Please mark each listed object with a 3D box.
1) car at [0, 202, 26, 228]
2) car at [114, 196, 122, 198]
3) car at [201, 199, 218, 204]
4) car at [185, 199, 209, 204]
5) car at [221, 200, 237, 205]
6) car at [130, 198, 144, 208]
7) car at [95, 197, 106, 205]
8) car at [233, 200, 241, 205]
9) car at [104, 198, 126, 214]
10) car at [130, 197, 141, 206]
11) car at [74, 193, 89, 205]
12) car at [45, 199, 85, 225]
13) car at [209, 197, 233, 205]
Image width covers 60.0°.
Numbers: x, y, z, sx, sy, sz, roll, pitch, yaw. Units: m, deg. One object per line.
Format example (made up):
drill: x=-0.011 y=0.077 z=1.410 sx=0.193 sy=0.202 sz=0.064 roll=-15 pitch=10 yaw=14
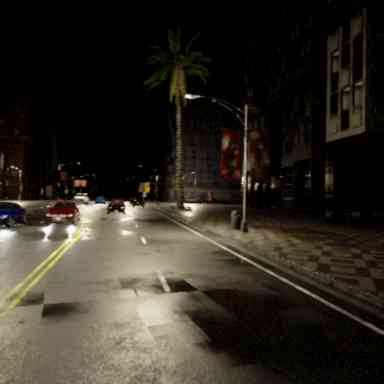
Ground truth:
car: x=-11.726 y=1.360 z=20.718 sx=1.812 sy=1.442 sz=4.674 roll=2 pitch=0 yaw=-12
car: x=-12.419 y=1.538 z=56.000 sx=2.097 sy=1.767 sz=4.553 roll=2 pitch=-1 yaw=-12
car: x=4.713 y=2.664 z=90.451 sx=4.313 sy=1.339 sz=1.947 roll=1 pitch=-1 yaw=-13
car: x=1.130 y=2.394 z=80.880 sx=4.206 sy=1.307 sz=1.802 roll=1 pitch=-1 yaw=-13
car: x=10.206 y=2.821 z=91.714 sx=4.206 sy=1.307 sz=1.802 roll=1 pitch=-1 yaw=-13
car: x=-8.877 y=1.764 z=54.945 sx=1.837 sy=1.490 sz=4.892 roll=2 pitch=-2 yaw=-12
car: x=-17.428 y=1.639 z=63.369 sx=1.882 sy=1.535 sz=5.008 roll=2 pitch=-1 yaw=-12
car: x=12.117 y=2.656 z=83.407 sx=4.313 sy=1.339 sz=1.947 roll=1 pitch=-1 yaw=-13
car: x=-8.237 y=1.668 z=36.411 sx=1.895 sy=1.301 sz=4.718 roll=2 pitch=-1 yaw=-12
car: x=-11.037 y=1.822 z=64.572 sx=1.882 sy=1.535 sz=5.008 roll=2 pitch=-1 yaw=-12
car: x=-20.212 y=1.279 z=60.845 sx=2.150 sy=2.045 sz=5.566 roll=2 pitch=-1 yaw=-12
car: x=-8.998 y=1.456 z=23.501 sx=1.812 sy=1.442 sz=4.674 roll=2 pitch=0 yaw=-12
car: x=6.630 y=2.265 z=82.149 sx=5.009 sy=1.841 sz=2.192 roll=1 pitch=-1 yaw=-13
